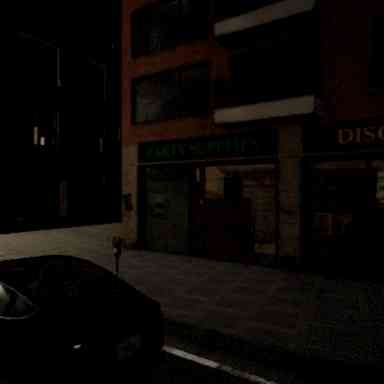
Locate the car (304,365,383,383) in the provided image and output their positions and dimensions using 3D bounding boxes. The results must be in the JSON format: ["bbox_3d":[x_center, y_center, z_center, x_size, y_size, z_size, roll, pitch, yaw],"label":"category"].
[{"bbox_3d":[2.359,1.557,1.242,4.313,1.339,1.947,0,1,34],"label":"car"}]

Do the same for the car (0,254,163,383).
[{"bbox_3d":[-2.342,1.527,4.411,4.313,1.339,1.947,0,1,34],"label":"car"}]
